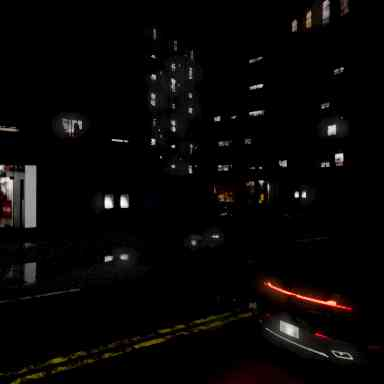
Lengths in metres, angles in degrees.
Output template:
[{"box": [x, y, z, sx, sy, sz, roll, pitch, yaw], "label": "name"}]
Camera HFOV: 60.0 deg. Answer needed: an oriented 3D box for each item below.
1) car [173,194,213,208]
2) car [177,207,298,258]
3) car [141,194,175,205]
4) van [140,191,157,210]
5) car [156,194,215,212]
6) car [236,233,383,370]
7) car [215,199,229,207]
[{"box": [0.054, 1.042, 39.223, 4.403, 1.369, 2.008, 1, 0, 37], "label": "car"}, {"box": [2.076, 1.496, 12.946, 4.902, 1.511, 2.128, 0, 0, -35], "label": "car"}, {"box": [-4.359, 0.962, 42.548, 4.206, 1.307, 1.802, 1, 0, 37], "label": "car"}, {"box": [-5.010, 0.817, 32.552, 3.998, 1.788, 1.690, 1, 0, 37], "label": "van"}, {"box": [-0.603, 1.138, 29.225, 4.403, 1.369, 2.008, 1, 0, 37], "label": "car"}, {"box": [3.237, 1.507, 5.621, 4.892, 1.490, 1.837, 0, 0, -35], "label": "car"}, {"box": [1.396, 1.166, 30.945, 4.181, 1.385, 1.994, 1, 1, 37], "label": "car"}]
